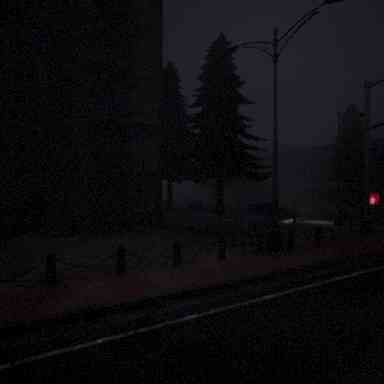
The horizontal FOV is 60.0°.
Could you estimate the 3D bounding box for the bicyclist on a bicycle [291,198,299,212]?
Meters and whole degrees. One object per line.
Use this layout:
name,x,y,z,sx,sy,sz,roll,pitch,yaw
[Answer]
bicyclist on a bicycle,11.279,1.441,36.518,1.656,1.620,0.582,0,0,-37

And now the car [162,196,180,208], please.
car,-3.791,1.723,50.323,1.895,1.301,4.718,0,0,-34

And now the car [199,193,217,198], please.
car,4.948,1.350,92.321,1.932,1.855,4.605,0,0,-37

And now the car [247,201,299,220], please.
car,7.108,1.587,29.634,1.882,1.535,5.008,0,0,-37

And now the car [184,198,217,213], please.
car,1.106,1.672,37.585,1.994,1.385,4.181,0,0,-37
